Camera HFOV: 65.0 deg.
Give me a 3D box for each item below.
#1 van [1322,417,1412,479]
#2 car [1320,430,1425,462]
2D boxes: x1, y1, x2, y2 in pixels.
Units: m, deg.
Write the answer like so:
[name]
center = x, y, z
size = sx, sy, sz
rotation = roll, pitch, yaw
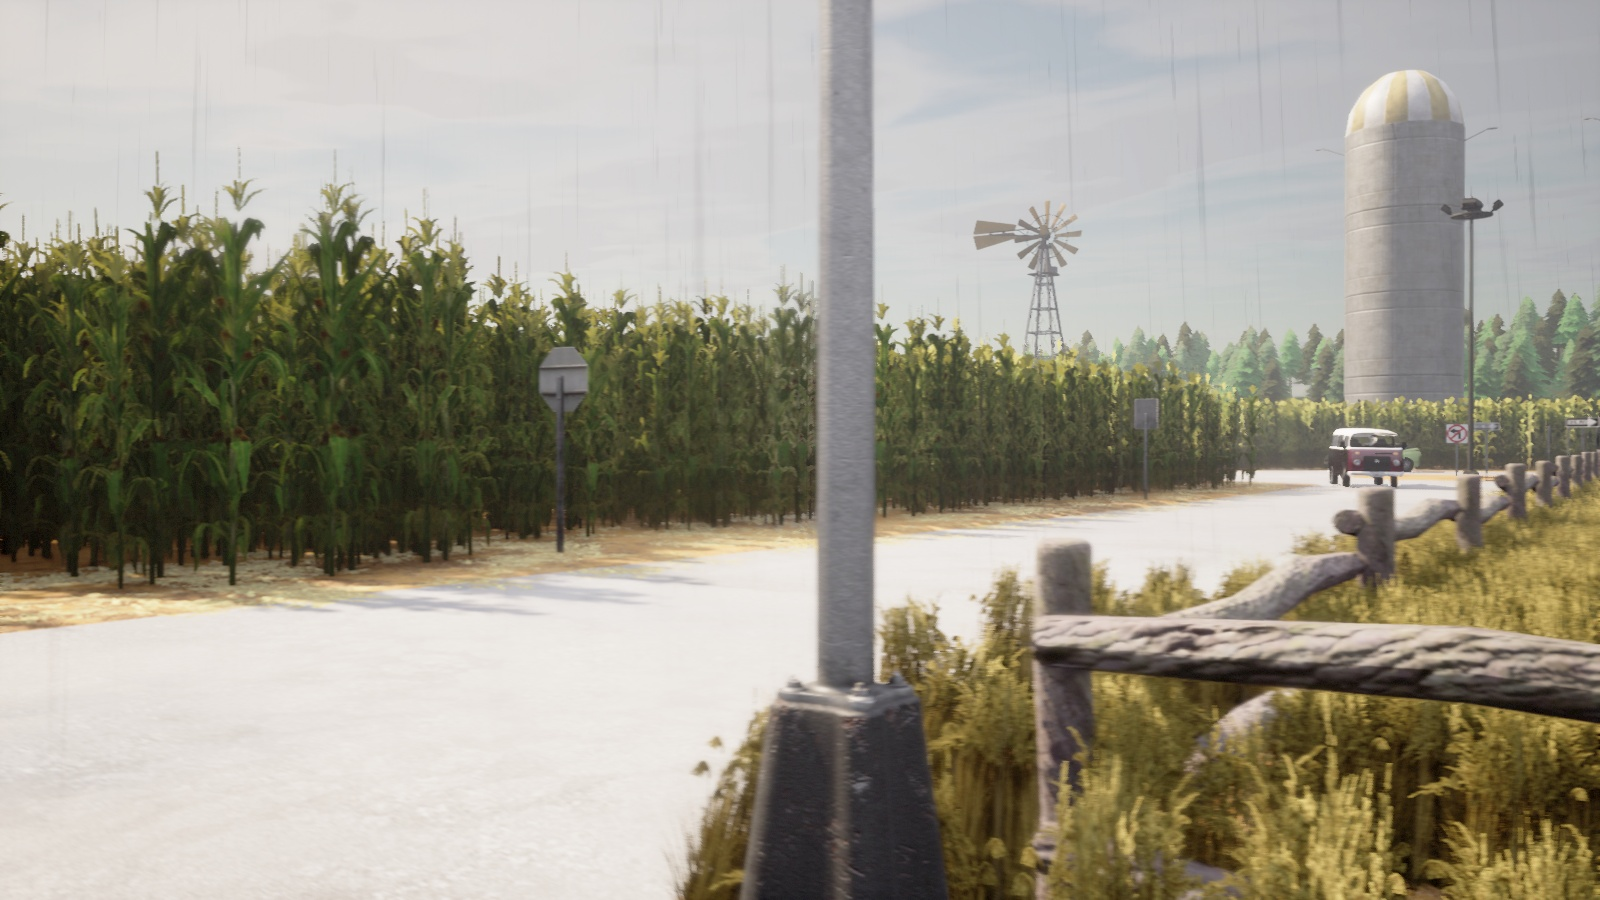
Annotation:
[van]
center = 19.609, -0.103, 43.618
size = 2.069, 2.038, 4.480
rotation = 0, 1, 14
[car]
center = 29.131, -0.211, 64.017
size = 4.514, 1.525, 2.007
rotation = -1, 0, 10
